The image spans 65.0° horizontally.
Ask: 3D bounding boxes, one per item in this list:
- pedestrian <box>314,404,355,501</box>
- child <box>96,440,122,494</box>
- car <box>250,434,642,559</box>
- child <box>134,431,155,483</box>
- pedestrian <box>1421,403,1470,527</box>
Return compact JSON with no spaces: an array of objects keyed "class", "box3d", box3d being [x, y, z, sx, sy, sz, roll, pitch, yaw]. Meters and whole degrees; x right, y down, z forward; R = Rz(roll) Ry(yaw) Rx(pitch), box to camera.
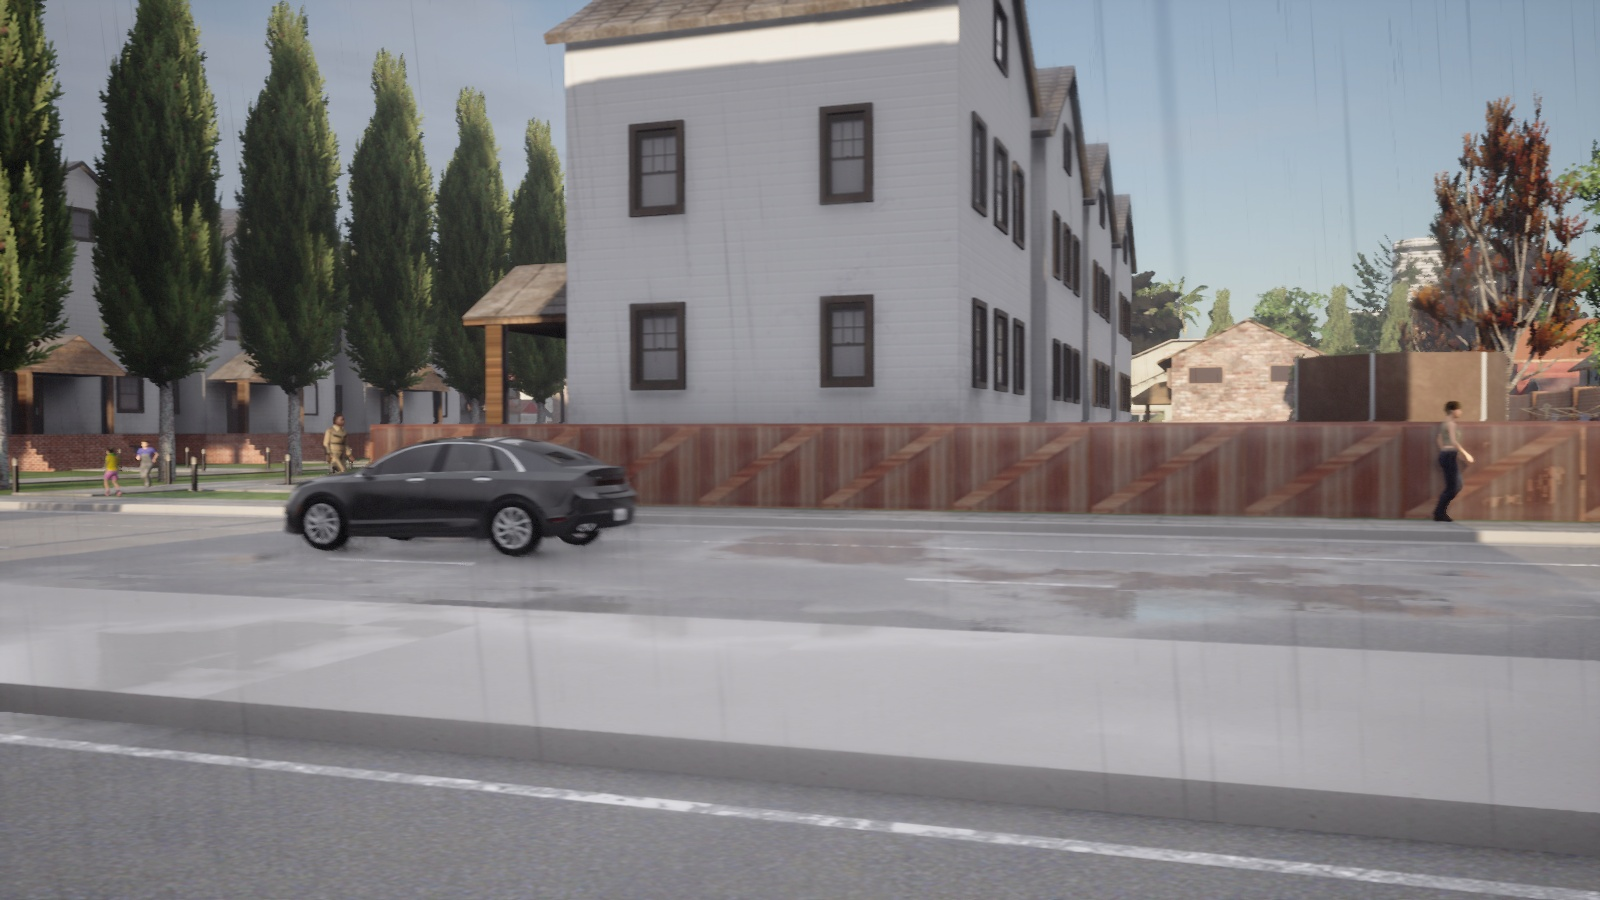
[{"class":"pedestrian","box3d":[-9.337,0.043,25.190,0.692,1.930,0.396,1,1,21]},{"class":"child","box3d":[-15.125,0.365,27.469,0.473,1.160,0.299,1,1,32]},{"class":"car","box3d":[-4.753,0.543,16.925,4.892,1.490,1.837,1,1,19]},{"class":"child","box3d":[-16.030,0.160,30.704,0.270,1.263,0.437,0,1,1]},{"class":"pedestrian","box3d":[9.678,0.216,18.829,0.594,1.836,0.345,1,1,20]}]
